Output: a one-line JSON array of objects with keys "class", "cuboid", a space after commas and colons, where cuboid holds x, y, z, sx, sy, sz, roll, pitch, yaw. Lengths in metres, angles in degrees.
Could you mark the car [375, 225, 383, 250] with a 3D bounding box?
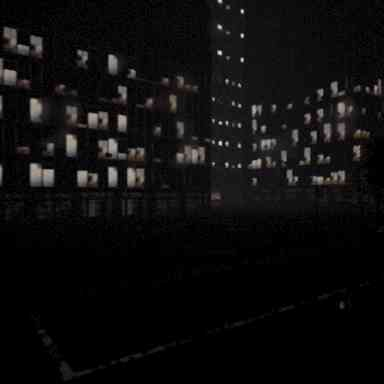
[{"class": "car", "cuboid": [8.898, 1.436, 12.914, 4.097, 1.590, 1.967, 0, 0, -36]}]
